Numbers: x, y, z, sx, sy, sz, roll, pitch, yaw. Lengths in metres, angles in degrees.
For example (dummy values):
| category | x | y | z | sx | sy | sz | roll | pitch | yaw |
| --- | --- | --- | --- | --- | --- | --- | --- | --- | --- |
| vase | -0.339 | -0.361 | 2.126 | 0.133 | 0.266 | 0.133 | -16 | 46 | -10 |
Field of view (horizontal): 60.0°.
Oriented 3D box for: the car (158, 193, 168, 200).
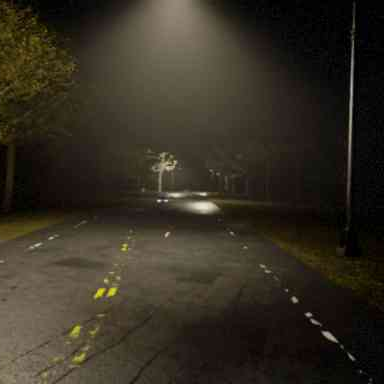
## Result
| category | x | y | z | sx | sy | sz | roll | pitch | yaw |
| --- | --- | --- | --- | --- | --- | --- | --- | --- | --- |
| car | -6.388 | 0.947 | 74.186 | 1.882 | 1.535 | 5.008 | 2 | 0 | 0 |
